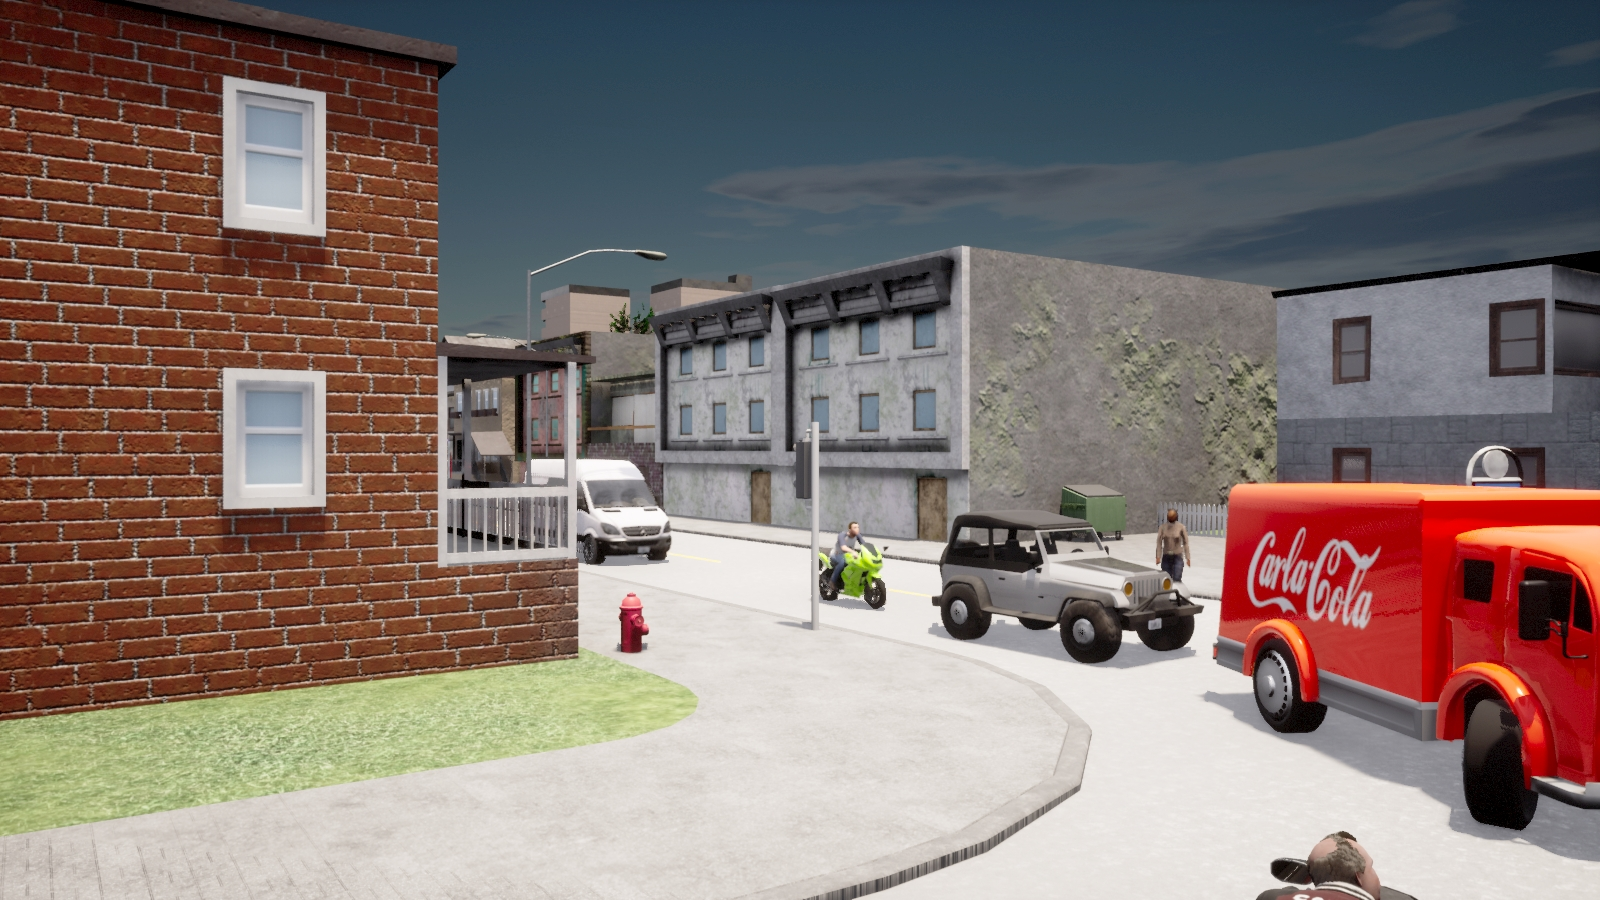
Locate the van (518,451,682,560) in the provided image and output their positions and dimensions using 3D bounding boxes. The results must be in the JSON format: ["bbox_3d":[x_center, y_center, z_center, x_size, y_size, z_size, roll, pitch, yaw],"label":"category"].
[{"bbox_3d":[-5.380,1.315,29.942,1.988,2.561,5.915,0,0,-34],"label":"van"}]

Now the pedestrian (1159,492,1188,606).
[{"bbox_3d":[6.191,1.628,18.944,0.375,1.860,0.375,0,0,34],"label":"pedestrian"}]

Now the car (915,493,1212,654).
[{"bbox_3d":[3.680,1.637,16.521,1.905,1.878,3.866,0,0,-36],"label":"car"}]

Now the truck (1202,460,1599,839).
[{"bbox_3d":[6.068,1.349,10.314,2.627,2.467,5.204,0,0,-6],"label":"truck"}]
